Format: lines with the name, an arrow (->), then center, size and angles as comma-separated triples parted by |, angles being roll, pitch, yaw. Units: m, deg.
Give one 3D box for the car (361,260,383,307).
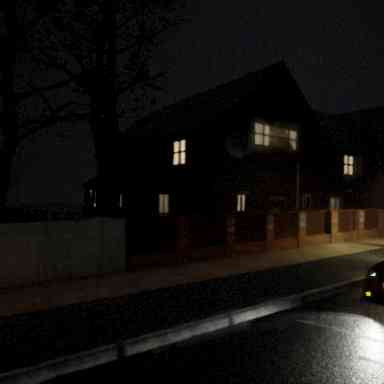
car -> 5.386, 1.646, 6.912 | 4.181, 1.385, 1.994 | 1, 0, -35
